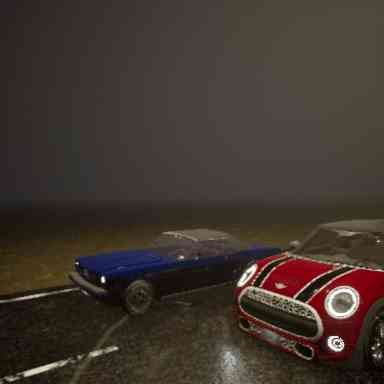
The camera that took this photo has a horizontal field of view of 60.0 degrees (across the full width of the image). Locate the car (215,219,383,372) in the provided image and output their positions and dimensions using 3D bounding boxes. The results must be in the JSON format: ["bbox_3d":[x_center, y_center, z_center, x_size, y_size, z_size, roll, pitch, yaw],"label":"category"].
[{"bbox_3d":[2.874,1.315,5.735,4.553,1.767,2.097,0,0,-35],"label":"car"}]

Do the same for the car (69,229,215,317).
[{"bbox_3d":[-0.195,1.574,7.537,4.718,1.301,1.895,0,0,-36],"label":"car"}]
